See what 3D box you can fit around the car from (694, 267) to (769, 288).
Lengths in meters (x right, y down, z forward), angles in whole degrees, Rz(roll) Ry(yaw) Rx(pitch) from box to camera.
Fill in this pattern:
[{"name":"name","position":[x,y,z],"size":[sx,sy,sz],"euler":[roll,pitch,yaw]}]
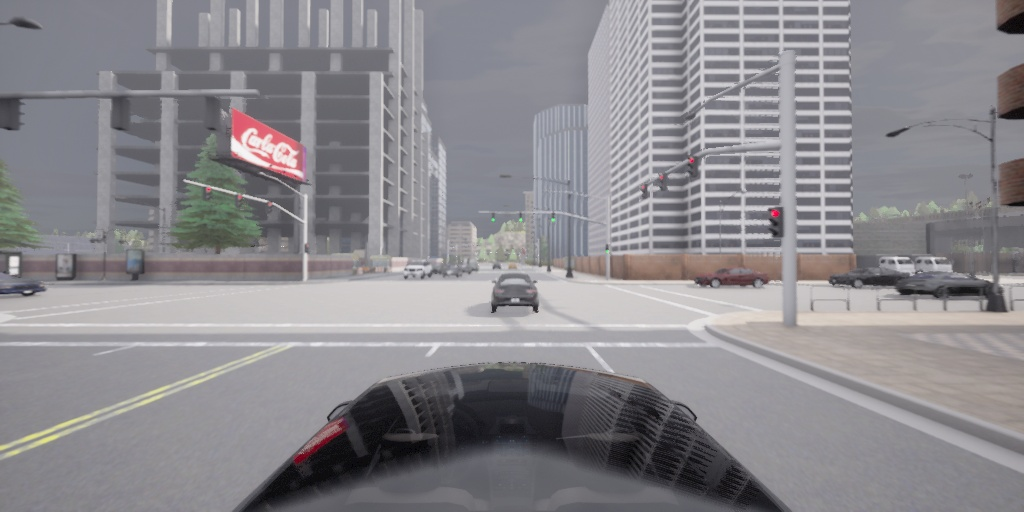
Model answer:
[{"name":"car","position":[16.153,1.563,26.536],"size":[5.008,1.535,1.882],"euler":[0,-1,0]}]

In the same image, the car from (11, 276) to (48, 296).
[{"name":"car","position":[-28.519,1.522,19.158],"size":[5.357,1.411,2.033],"euler":[0,-1,0]}]

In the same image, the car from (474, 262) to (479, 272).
[{"name":"car","position":[-6.944,1.917,63.021],"size":[2.097,1.767,4.553],"euler":[0,-1,1]}]

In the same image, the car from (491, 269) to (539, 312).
[{"name":"car","position":[0.111,1.455,15.150],"size":[1.812,1.442,4.674],"euler":[0,-1,0]}]

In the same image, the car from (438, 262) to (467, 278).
[{"name":"car","position":[-7.044,1.789,42.942],"size":[2.128,1.511,4.902],"euler":[0,-1,0]}]

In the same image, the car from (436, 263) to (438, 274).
[{"name":"car","position":[-10.524,1.743,50.022],"size":[2.097,1.767,4.553],"euler":[0,-1,0]}]

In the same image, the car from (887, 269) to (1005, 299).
[{"name":"car","position":[23.545,1.556,19.365],"size":[4.181,1.385,1.994],"euler":[0,-1,0]}]

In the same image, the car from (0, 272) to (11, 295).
[{"name":"car","position":[-26.352,1.150,15.675],"size":[5.566,2.045,2.150],"euler":[0,-1,0]}]

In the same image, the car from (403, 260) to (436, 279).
[{"name":"car","position":[-10.539,1.486,40.554],"size":[2.150,2.045,5.566],"euler":[0,-1,0]}]

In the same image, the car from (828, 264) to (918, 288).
[{"name":"car","position":[26.347,1.566,26.565],"size":[5.008,1.535,1.882],"euler":[0,-1,0]}]

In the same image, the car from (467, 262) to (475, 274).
[{"name":"car","position":[-7.028,1.994,52.911],"size":[1.994,1.385,4.181],"euler":[0,-1,-1]}]
